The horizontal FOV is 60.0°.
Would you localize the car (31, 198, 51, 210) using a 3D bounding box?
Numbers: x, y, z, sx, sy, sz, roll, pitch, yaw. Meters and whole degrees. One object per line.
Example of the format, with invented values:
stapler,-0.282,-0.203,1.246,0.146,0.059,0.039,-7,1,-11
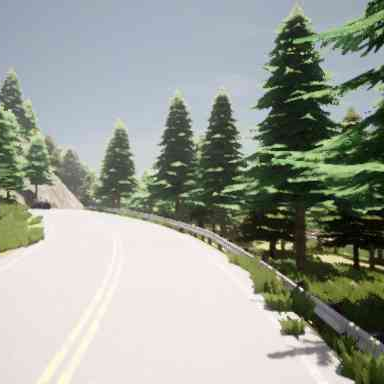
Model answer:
car,-17.522,1.396,38.561,1.895,1.301,4.718,3,-3,-29
